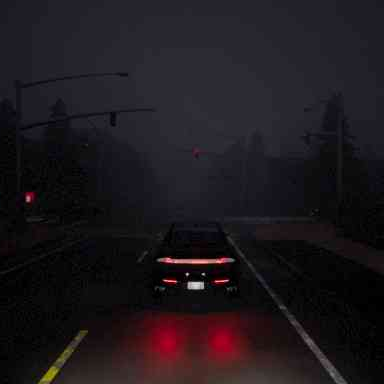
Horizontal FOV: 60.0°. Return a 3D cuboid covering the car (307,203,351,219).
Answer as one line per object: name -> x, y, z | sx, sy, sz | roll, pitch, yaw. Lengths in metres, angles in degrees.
car -> 12.413, 1.582, 28.610 | 4.718, 1.301, 1.895 | 0, 0, -6

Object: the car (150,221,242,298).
car -> 0.091, 1.492, 8.487 | 2.128, 1.511, 4.902 | 0, 0, 1

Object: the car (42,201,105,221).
car -> -9.610, 1.519, 27.120 | 4.892, 1.490, 1.837 | 0, 0, -2
